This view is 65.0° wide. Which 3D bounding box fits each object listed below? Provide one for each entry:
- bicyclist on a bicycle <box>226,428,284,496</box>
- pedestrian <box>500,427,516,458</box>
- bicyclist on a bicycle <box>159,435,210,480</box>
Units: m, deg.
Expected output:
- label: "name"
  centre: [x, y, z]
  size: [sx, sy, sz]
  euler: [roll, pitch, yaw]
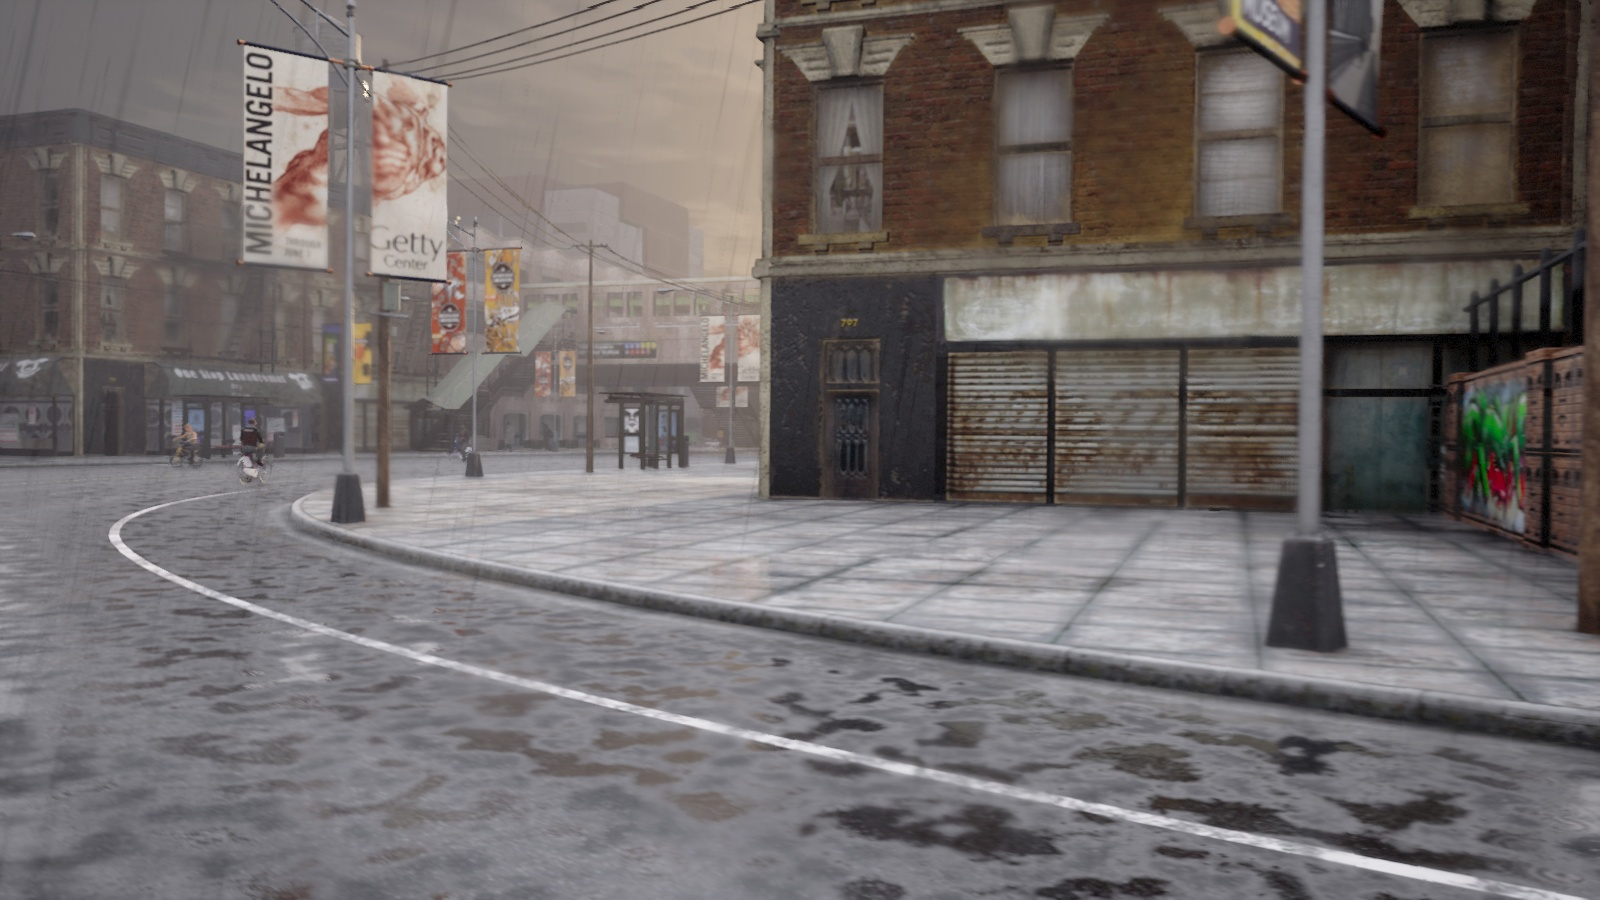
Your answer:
- label: "bicyclist on a bicycle"
  centre: [-14.589, 0.292, 33.657]
  size: [0.659, 1.776, 1.843]
  euler: [0, 1, 3]
- label: "pedestrian"
  centre: [-18.108, -0.463, 77.877]
  size: [0.659, 1.952, 0.873]
  euler: [0, 1, 15]
- label: "bicyclist on a bicycle"
  centre: [-22.596, 0.266, 46.134]
  size: [0.866, 1.612, 1.509]
  euler: [0, 1, 19]
